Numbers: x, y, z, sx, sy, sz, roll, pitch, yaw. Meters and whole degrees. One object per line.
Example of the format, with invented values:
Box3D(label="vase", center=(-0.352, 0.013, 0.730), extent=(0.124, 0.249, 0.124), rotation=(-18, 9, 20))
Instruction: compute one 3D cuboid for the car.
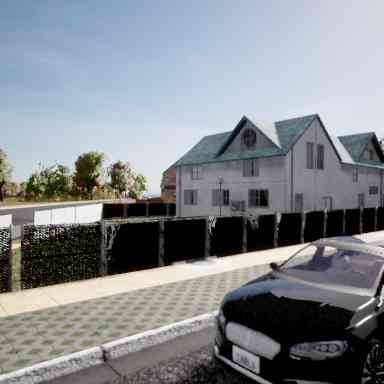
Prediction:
Box3D(label="car", center=(2.470, 1.498, 5.066), extent=(4.902, 1.511, 2.128), rotation=(0, 0, -39))
